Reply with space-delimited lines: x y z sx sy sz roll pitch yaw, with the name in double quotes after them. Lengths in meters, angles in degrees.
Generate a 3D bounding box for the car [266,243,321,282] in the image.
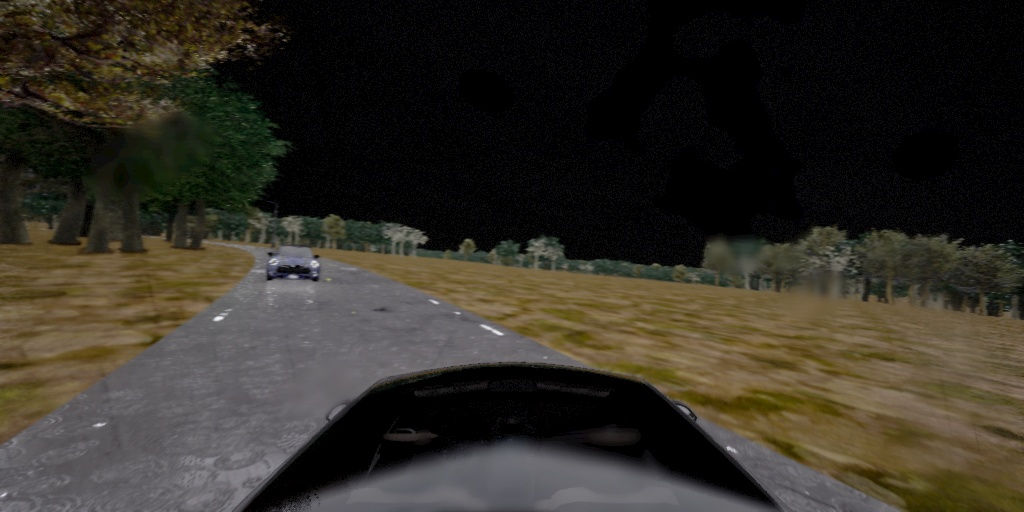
-10.725 0.234 17.622 2.097 1.767 4.553 5 0 -33 "car"
